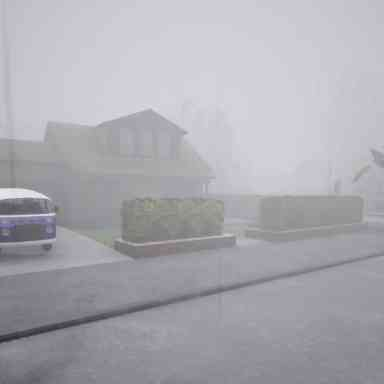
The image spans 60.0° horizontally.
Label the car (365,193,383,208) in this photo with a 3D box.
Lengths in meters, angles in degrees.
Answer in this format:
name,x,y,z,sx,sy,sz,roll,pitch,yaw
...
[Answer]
name,x,y,z,sx,sy,sz,roll,pitch,yaw
car,23.154,0.985,40.320,3.866,1.878,1.905,0,0,0
